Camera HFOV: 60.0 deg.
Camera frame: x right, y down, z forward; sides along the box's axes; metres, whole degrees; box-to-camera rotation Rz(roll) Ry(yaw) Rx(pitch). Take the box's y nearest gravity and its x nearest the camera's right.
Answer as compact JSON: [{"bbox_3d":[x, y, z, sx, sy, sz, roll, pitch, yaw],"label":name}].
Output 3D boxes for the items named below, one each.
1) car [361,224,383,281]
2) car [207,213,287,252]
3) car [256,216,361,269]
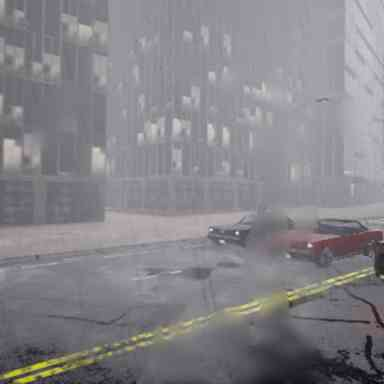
[{"bbox_3d":[6.511,1.464,8.464,5.008,1.535,1.882,0,0,-38],"label":"car"},{"bbox_3d":[2.893,1.588,14.123,4.718,1.301,1.895,0,0,-38],"label":"car"},{"bbox_3d":[4.558,1.588,11.301,4.718,1.301,1.895,0,0,-38],"label":"car"}]
